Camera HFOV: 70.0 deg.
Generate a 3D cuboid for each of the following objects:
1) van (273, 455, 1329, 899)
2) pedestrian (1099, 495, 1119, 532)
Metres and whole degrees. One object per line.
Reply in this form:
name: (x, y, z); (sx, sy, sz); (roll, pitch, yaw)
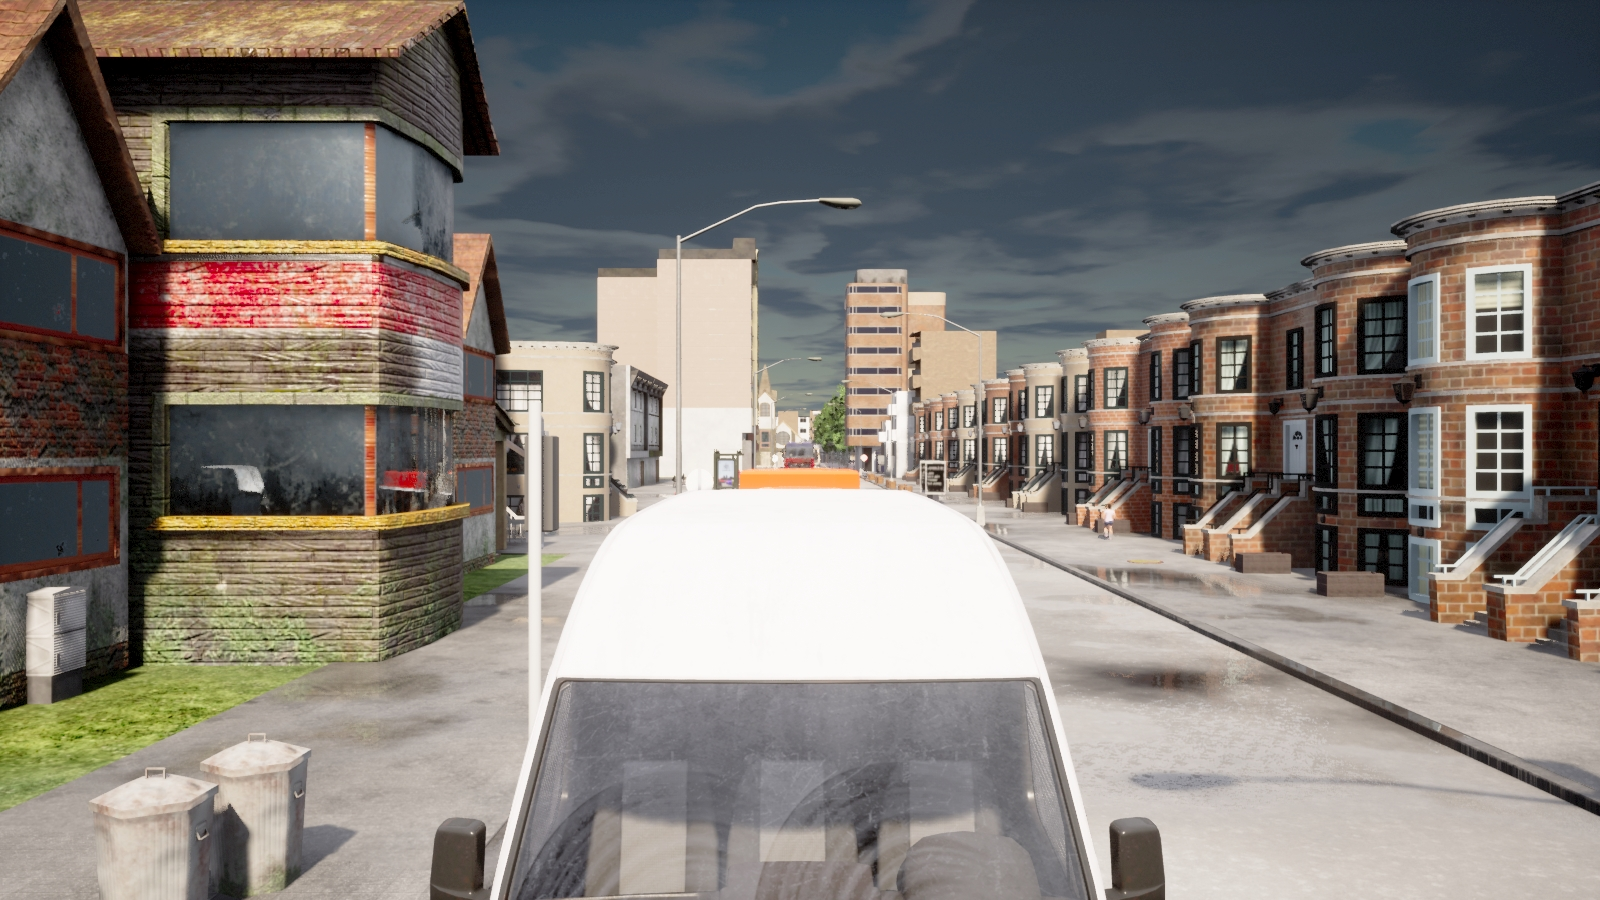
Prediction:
van: (-0.003, 1.314, 5.110); (1.988, 2.561, 5.915); (0, 0, 0)
pedestrian: (9.288, 1.903, 34.359); (0.500, 1.100, 0.500); (0, 0, 6)
